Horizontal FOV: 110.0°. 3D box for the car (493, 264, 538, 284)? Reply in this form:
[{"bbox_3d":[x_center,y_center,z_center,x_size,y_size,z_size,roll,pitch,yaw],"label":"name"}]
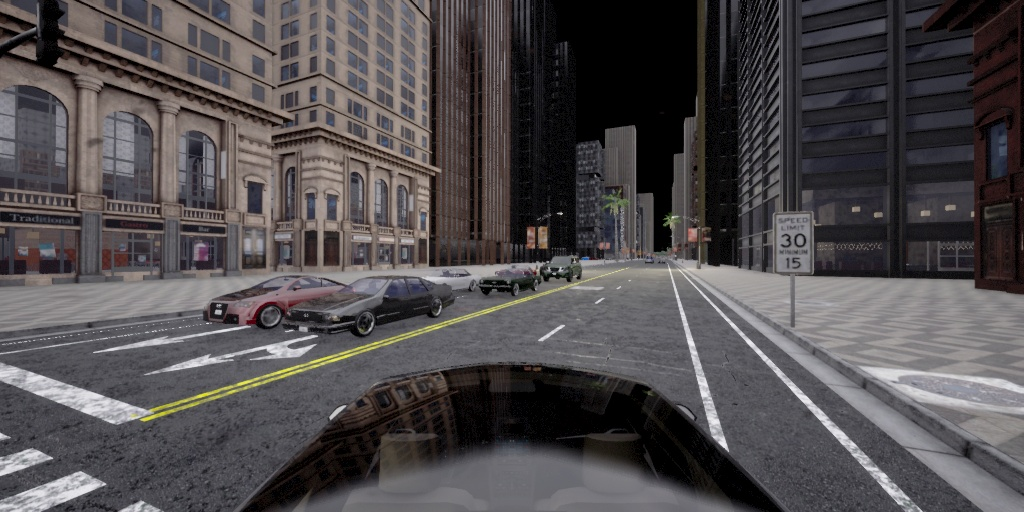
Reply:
[{"bbox_3d":[0.359,1.364,28.577,1.895,1.301,4.718,0,0,23],"label":"car"}]

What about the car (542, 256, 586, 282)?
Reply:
[{"bbox_3d":[4.236,0.986,29.363,2.150,2.045,5.566,0,0,23],"label":"car"}]

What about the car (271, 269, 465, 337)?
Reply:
[{"bbox_3d":[-3.771,1.299,10.725,2.033,1.411,5.357,0,0,23],"label":"car"}]

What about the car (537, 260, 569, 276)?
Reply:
[{"bbox_3d":[4.420,1.251,37.941,1.882,1.535,5.008,0,0,24],"label":"car"}]

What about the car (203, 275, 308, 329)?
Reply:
[{"bbox_3d":[-7.026,1.316,11.372,1.994,1.385,4.181,0,0,23],"label":"car"}]

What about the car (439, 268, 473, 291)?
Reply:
[{"bbox_3d":[-3.574,1.357,19.425,1.895,1.301,4.718,0,0,23],"label":"car"}]

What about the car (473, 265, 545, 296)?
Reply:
[{"bbox_3d":[0.012,1.357,19.536,1.895,1.301,4.718,0,0,23],"label":"car"}]
